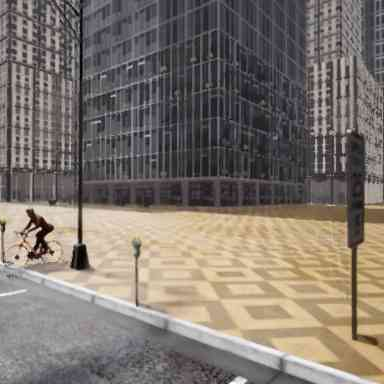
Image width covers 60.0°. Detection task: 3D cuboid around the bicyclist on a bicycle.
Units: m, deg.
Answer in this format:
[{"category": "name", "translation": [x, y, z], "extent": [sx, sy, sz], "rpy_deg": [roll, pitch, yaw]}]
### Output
[{"category": "bicyclist on a bicycle", "translation": [-4.289, 1.256, 9.108], "extent": [0.582, 1.620, 1.656], "rpy_deg": [1, 0, 38]}]
